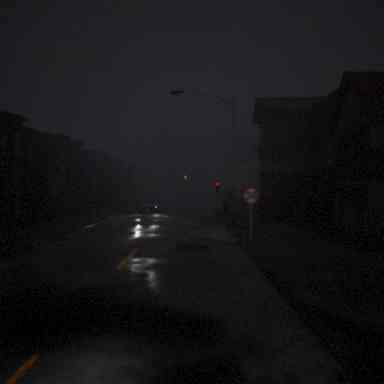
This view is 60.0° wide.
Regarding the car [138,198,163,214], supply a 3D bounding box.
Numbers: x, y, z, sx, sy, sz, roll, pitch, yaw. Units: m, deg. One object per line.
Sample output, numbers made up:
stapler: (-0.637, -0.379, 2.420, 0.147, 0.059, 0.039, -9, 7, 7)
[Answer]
car: (-3.986, 1.323, 32.322, 1.812, 1.442, 4.674, 0, 0, 0)
